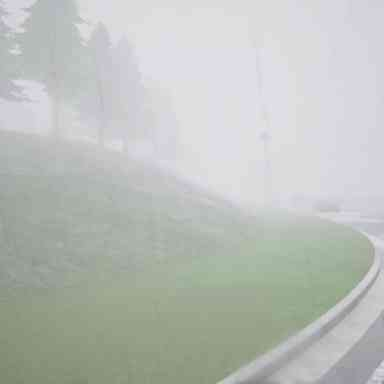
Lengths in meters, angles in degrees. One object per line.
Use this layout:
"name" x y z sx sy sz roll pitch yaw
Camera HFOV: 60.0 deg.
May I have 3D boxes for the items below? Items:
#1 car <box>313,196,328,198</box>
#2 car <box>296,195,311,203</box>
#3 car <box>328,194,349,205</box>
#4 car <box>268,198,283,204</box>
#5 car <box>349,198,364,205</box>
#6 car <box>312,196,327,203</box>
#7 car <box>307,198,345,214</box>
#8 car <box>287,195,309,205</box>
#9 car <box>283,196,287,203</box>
"car" 24.355 1.745 65.062 1.882 1.535 5.008 0 0 5
"car" 25.285 1.521 75.412 2.097 1.767 4.553 0 0 5
"car" 27.843 1.476 64.780 2.150 2.045 5.566 0 0 5
"car" 18.058 1.905 73.188 1.994 1.385 4.181 0 0 5
"car" 31.327 1.773 64.435 2.033 1.411 5.357 0 0 5
"car" 28.774 1.649 75.127 1.837 1.490 4.892 0 0 5
"car" 14.945 1.704 37.435 2.033 1.411 5.357 0 0 5
"car" 20.871 1.513 65.407 2.150 2.045 5.566 0 0 5
"car" 21.802 1.707 75.754 1.812 1.442 4.674 0 0 5
